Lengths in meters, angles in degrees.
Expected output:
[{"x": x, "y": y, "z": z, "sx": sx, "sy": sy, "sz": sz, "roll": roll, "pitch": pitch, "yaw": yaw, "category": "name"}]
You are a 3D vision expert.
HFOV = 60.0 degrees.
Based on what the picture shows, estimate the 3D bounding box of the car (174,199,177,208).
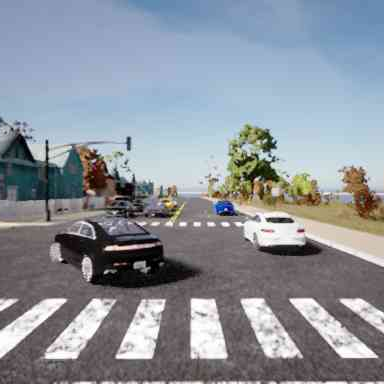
[{"x": -3.311, "y": 1.586, "z": 41.835, "sx": 1.882, "sy": 1.535, "sz": 5.008, "roll": 0, "pitch": 0, "yaw": 0, "category": "car"}]

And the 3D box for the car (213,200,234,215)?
[{"x": 3.351, "y": 1.566, "z": 35.409, "sx": 1.882, "sy": 1.535, "sz": 5.008, "roll": 0, "pitch": 0, "yaw": 0, "category": "car"}]

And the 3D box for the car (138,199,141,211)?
[{"x": -6.572, "y": 1.608, "z": 40.142, "sx": 1.837, "sy": 1.490, "sz": 4.892, "roll": 0, "pitch": 0, "yaw": 0, "category": "car"}]

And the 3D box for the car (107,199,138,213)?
[{"x": -6.588, "y": 1.580, "z": 30.731, "sx": 1.837, "sy": 1.490, "sz": 4.892, "roll": 0, "pitch": 0, "yaw": 0, "category": "car"}]

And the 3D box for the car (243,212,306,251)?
[{"x": 3.351, "y": 1.556, "z": 14.063, "sx": 1.812, "sy": 1.442, "sz": 4.674, "roll": 0, "pitch": 0, "yaw": 0, "category": "car"}]

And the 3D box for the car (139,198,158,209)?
[{"x": -6.498, "y": 1.683, "z": 50.167, "sx": 2.033, "sy": 1.411, "sz": 5.357, "roll": 0, "pitch": 0, "yaw": 0, "category": "car"}]

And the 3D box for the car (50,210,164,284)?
[{"x": -2.673, "y": 1.513, "z": 9.816, "sx": 2.128, "sy": 1.511, "sz": 4.902, "roll": 0, "pitch": 0, "yaw": -36, "category": "car"}]

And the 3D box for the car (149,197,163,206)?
[{"x": -6.498, "y": 1.720, "z": 60.533, "sx": 2.033, "sy": 1.411, "sz": 5.357, "roll": 0, "pitch": 0, "yaw": 0, "category": "car"}]

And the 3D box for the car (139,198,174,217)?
[{"x": -3.302, "y": 1.626, "z": 31.851, "sx": 2.033, "sy": 1.411, "sz": 5.357, "roll": 0, "pitch": 0, "yaw": 3, "category": "car"}]
